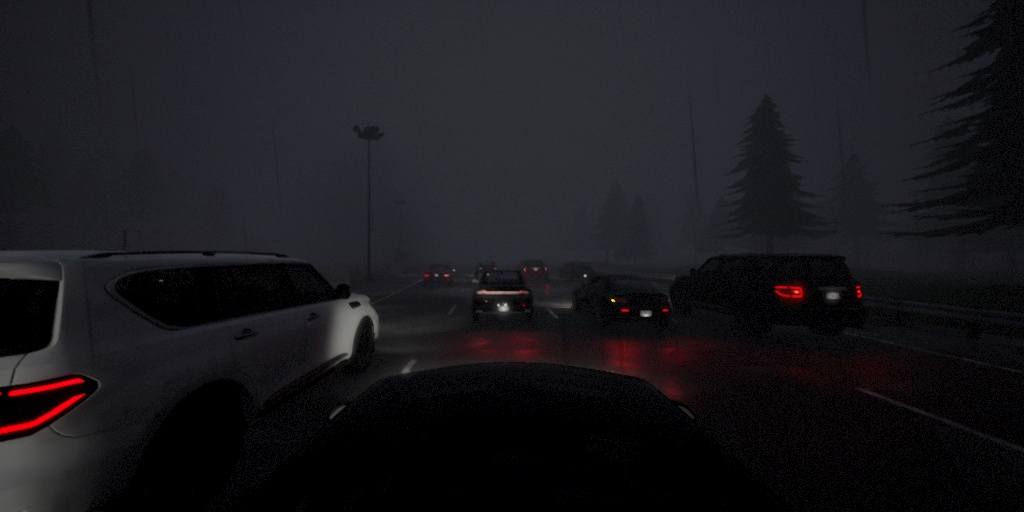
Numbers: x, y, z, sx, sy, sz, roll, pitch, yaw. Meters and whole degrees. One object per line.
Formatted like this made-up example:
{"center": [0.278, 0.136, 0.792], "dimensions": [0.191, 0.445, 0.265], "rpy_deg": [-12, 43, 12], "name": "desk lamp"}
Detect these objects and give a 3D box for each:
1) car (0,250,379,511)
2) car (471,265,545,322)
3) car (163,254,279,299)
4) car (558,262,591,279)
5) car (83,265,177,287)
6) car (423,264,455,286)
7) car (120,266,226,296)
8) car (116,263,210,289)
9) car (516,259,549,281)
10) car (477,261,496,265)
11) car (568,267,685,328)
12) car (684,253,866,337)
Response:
{"center": [-3.508, 0.967, 4.331], "dimensions": [2.150, 2.045, 5.566], "rpy_deg": [0, 0, -1], "name": "car"}
{"center": [-0.354, 1.213, 12.181], "dimensions": [2.128, 1.511, 4.902], "rpy_deg": [0, 0, -3], "name": "car"}
{"center": [-15.121, 0.939, 19.216], "dimensions": [2.150, 2.045, 5.566], "rpy_deg": [0, 0, -6], "name": "car"}
{"center": [5.053, 1.177, 28.643], "dimensions": [1.837, 1.490, 4.892], "rpy_deg": [0, 0, -7], "name": "car"}
{"center": [-26.388, 1.310, 25.066], "dimensions": [1.895, 1.301, 4.718], "rpy_deg": [0, 0, -8], "name": "car"}
{"center": [-4.977, 1.240, 24.636], "dimensions": [2.033, 1.411, 5.357], "rpy_deg": [0, 0, -7], "name": "car"}
{"center": [-18.761, 1.317, 20.249], "dimensions": [1.895, 1.301, 4.718], "rpy_deg": [0, 0, -6], "name": "car"}
{"center": [-22.679, 1.217, 23.621], "dimensions": [1.837, 1.490, 4.892], "rpy_deg": [0, 0, -7], "name": "car"}
{"center": [1.487, 1.027, 28.811], "dimensions": [2.097, 1.767, 4.553], "rpy_deg": [0, 0, -8], "name": "car"}
{"center": [-2.153, 1.168, 29.569], "dimensions": [2.128, 1.511, 4.902], "rpy_deg": [0, 0, -8], "name": "car"}
{"center": [3.205, 1.247, 11.185], "dimensions": [1.812, 1.442, 4.674], "rpy_deg": [0, 0, -3], "name": "car"}
{"center": [6.767, 0.942, 10.388], "dimensions": [2.150, 2.045, 5.566], "rpy_deg": [0, 0, -3], "name": "car"}
